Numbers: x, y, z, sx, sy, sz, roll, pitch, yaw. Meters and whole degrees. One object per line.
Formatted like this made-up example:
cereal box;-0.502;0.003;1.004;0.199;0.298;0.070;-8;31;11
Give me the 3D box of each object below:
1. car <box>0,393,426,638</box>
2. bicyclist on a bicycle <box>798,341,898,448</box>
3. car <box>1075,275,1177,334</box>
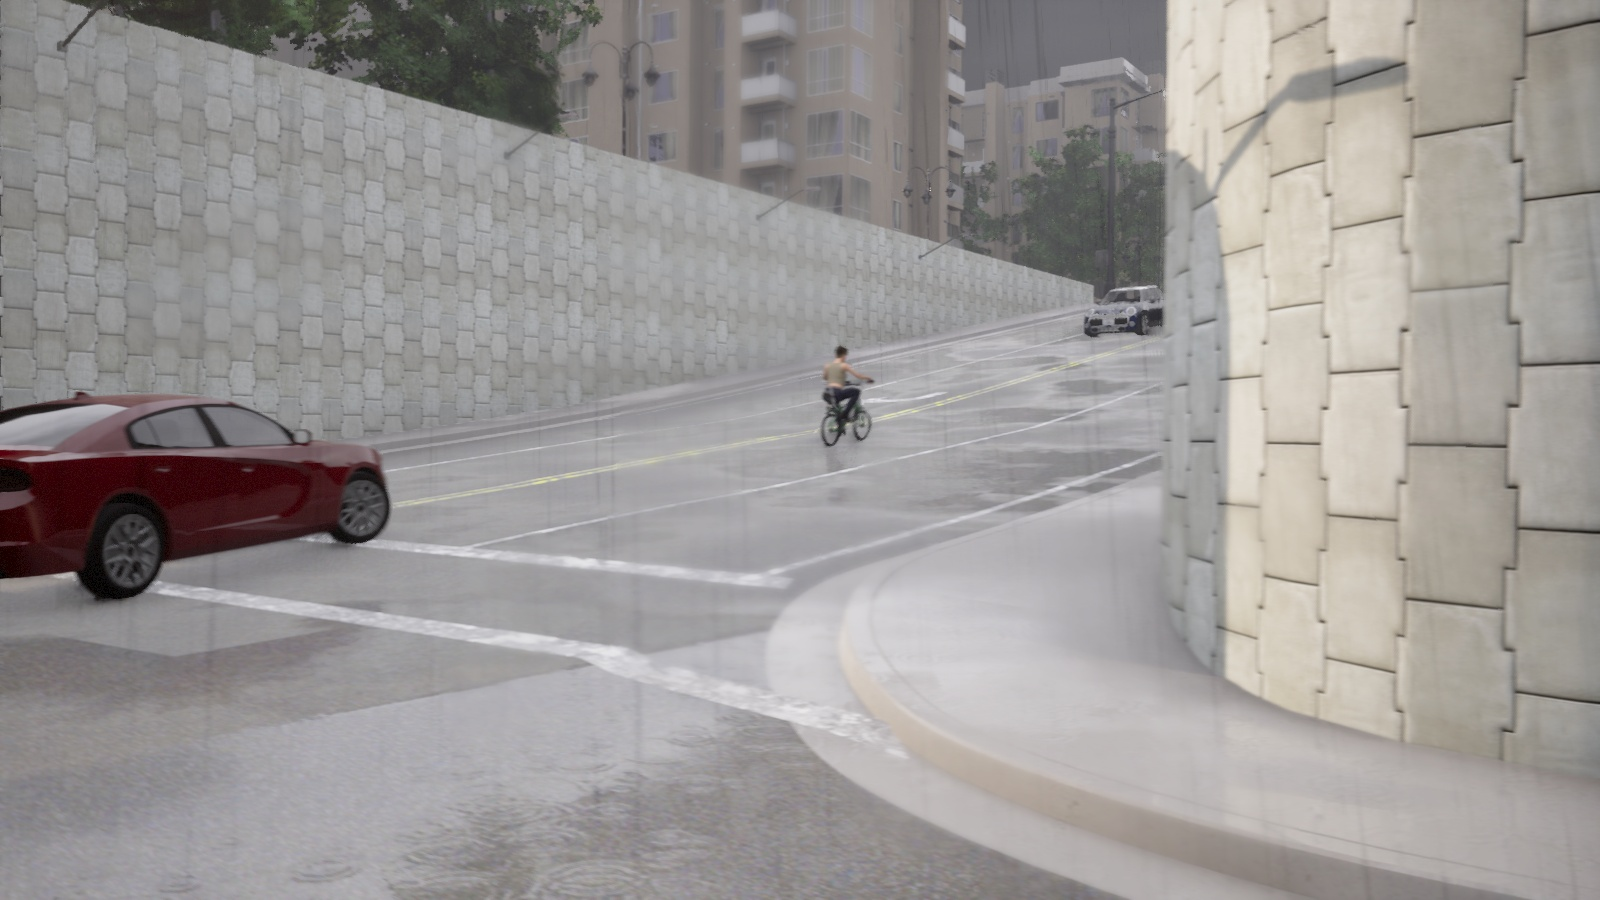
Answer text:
car;-5.445;0.350;10.887;1.882;1.535;5.008;-2;3;14
bicyclist on a bicycle;0.804;-0.915;20.507;0.866;1.612;1.509;0;7;34
car;10.737;-4.801;41.191;1.970;1.475;3.806;0;10;34
